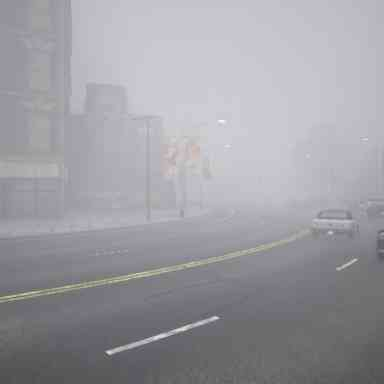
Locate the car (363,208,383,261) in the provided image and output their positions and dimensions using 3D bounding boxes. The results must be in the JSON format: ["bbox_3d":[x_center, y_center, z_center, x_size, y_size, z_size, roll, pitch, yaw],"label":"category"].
[{"bbox_3d":[7.698,1.486,11.513,2.128,1.511,4.902,0,0,38],"label":"car"}]

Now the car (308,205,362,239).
[{"bbox_3d":[7.563,1.590,17.388,1.895,1.301,4.718,0,0,30],"label":"car"}]

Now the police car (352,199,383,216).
[{"bbox_3d":[15.098,1.409,27.594,1.930,1.638,5.238,0,0,15],"label":"police car"}]

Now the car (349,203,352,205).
[{"bbox_3d":[19.943,1.497,38.519,2.002,1.452,4.674,0,0,1],"label":"car"}]

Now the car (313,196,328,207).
[{"bbox_3d":[16.556,1.321,45.183,2.097,1.767,4.553,0,0,-4],"label":"car"}]

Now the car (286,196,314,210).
[{"bbox_3d":[13.303,1.496,41.912,1.812,1.442,4.674,0,0,-1],"label":"car"}]
